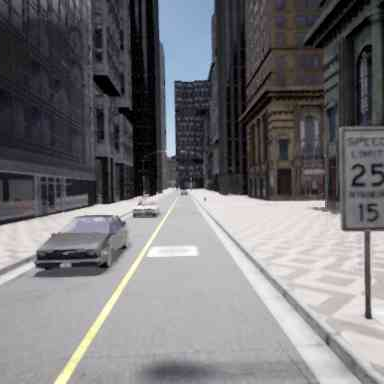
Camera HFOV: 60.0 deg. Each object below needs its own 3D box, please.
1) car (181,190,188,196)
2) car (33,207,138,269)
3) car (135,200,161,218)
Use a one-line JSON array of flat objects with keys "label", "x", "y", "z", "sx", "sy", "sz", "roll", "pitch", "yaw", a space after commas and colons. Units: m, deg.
[{"label": "car", "x": -2.097, "y": 0.271, "z": 90.609, "sx": 1.994, "sy": 1.385, "sz": 4.181, "roll": -1, "pitch": 1, "yaw": -1}, {"label": "car", "x": -3.327, "y": 1.481, "z": 11.245, "sx": 2.033, "sy": 1.411, "sz": 5.357, "roll": -1, "pitch": 1, "yaw": -1}, {"label": "car", "x": -3.665, "y": 1.333, "z": 27.125, "sx": 1.895, "sy": 1.301, "sz": 4.718, "roll": -1, "pitch": 1, "yaw": -1}]
